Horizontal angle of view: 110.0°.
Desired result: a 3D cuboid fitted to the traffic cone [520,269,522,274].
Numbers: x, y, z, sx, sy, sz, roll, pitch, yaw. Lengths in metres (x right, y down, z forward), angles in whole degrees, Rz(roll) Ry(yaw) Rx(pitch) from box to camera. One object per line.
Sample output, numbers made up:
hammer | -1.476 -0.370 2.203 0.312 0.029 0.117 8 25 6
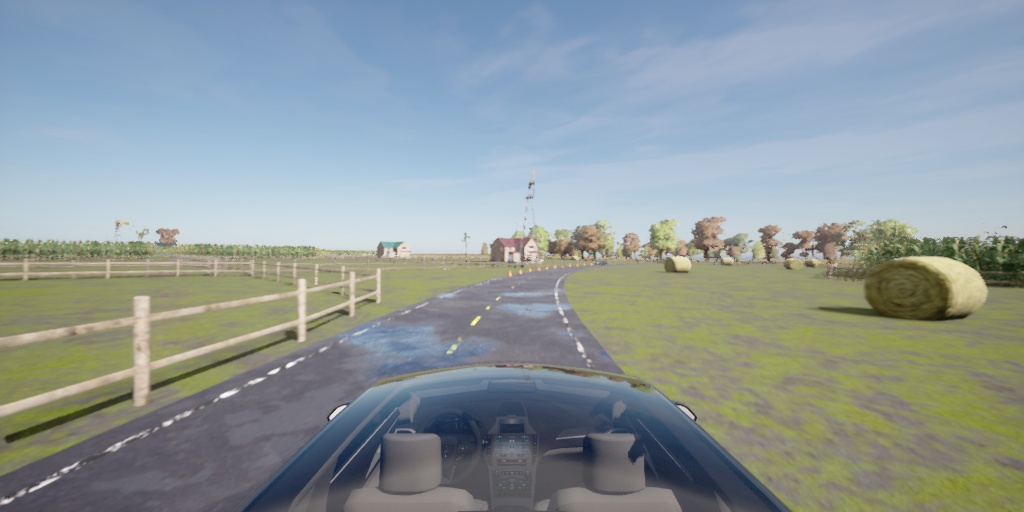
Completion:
traffic cone | 0.987 1.739 40.825 0.340 0.580 0.340 0 0 14

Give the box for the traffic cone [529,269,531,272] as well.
traffic cone | 2.310 1.750 45.728 0.340 0.580 0.340 0 0 16

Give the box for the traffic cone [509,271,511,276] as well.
traffic cone | -0.179 1.730 35.882 0.340 0.580 0.340 0 0 12

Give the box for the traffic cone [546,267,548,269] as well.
traffic cone | 5.421 1.772 55.397 0.340 0.580 0.340 0 0 20

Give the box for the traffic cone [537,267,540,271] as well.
traffic cone | 3.788 1.761 50.587 0.340 0.580 0.340 0 0 18
